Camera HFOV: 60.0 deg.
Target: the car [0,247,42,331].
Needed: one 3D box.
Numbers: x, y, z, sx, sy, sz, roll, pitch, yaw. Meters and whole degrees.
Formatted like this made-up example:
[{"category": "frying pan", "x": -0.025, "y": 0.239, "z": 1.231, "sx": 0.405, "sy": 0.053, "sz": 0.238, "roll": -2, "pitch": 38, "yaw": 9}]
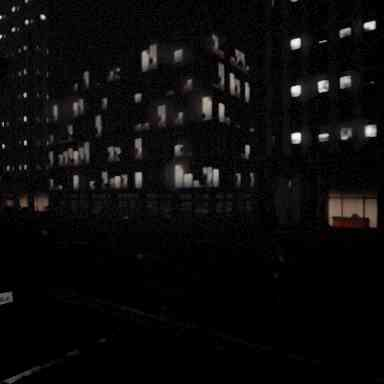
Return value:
[{"category": "car", "x": -4.463, "y": 1.611, "z": 6.059, "sx": 4.313, "sy": 1.339, "sz": 1.947, "roll": 0, "pitch": 0, "yaw": 35}]
